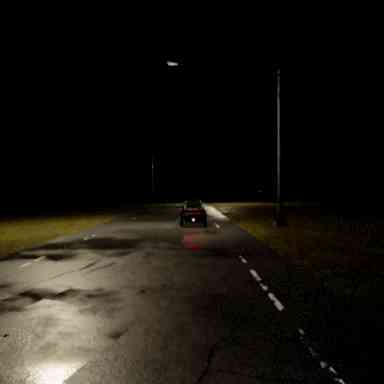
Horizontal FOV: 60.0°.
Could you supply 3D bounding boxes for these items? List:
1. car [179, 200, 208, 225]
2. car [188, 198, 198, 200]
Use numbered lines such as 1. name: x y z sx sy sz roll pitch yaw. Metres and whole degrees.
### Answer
1. car: 0.095 1.619 24.884 1.837 1.490 4.892 0 0 0
2. car: 0.145 1.542 43.128 2.097 1.767 4.553 0 0 1
